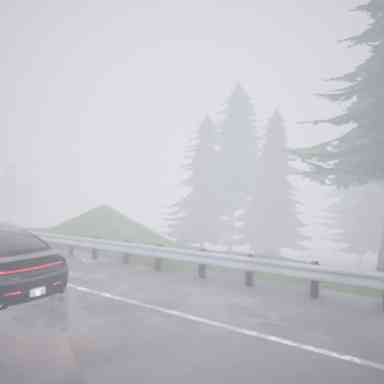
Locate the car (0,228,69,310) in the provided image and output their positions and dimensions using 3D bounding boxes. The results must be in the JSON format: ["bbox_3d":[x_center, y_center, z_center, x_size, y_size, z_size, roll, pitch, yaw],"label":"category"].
[{"bbox_3d":[-4.734,1.555,7.368,4.892,1.490,1.837,0,0,35],"label":"car"}]
